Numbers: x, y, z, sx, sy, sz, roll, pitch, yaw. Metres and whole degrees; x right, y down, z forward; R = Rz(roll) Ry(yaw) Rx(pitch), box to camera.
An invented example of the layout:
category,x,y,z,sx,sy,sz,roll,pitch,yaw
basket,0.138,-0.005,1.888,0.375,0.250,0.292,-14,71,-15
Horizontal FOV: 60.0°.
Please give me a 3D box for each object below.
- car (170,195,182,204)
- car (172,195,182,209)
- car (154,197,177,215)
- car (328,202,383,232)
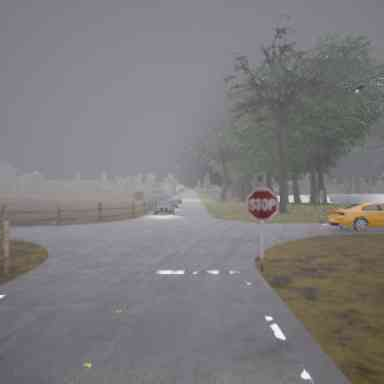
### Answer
category,x,y,z,sx,sy,sz,roll,pitch,yaw
car,-2.754,1.316,59.547,1.882,1.535,5.008,0,0,0
car,-2.801,1.498,45.737,2.033,1.411,5.357,0,0,0
car,-2.820,1.570,34.240,1.994,1.385,4.181,0,0,-2
car,10.138,1.300,18.293,5.008,1.535,1.882,-1,-2,-3
